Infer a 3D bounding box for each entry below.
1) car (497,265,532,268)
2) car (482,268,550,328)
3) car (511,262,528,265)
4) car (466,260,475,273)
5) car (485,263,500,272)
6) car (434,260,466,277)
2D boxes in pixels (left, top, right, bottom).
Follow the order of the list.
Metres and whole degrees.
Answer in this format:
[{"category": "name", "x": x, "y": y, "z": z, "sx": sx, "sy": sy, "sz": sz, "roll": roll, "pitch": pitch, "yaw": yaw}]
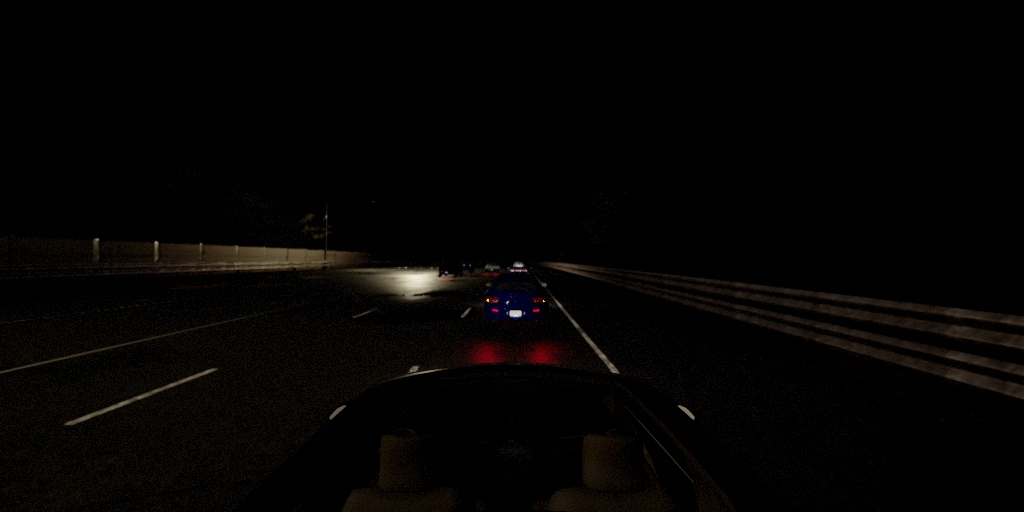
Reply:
[{"category": "car", "x": 0.327, "y": 1.372, "z": 21.182, "sx": 1.895, "sy": 1.301, "sz": 4.718, "roll": 0, "pitch": 0, "yaw": 1}, {"category": "car", "x": 0.132, "y": 1.268, "z": 11.188, "sx": 1.812, "sy": 1.442, "sz": 4.674, "roll": 0, "pitch": 0, "yaw": 1}, {"category": "car", "x": 0.599, "y": 1.314, "z": 29.542, "sx": 2.128, "sy": 1.511, "sz": 4.902, "roll": 0, "pitch": 0, "yaw": 1}, {"category": "car", "x": -6.152, "y": 1.280, "z": 47.920, "sx": 2.097, "sy": 1.767, "sz": 4.553, "roll": 0, "pitch": -1, "yaw": 0}, {"category": "car", "x": -2.633, "y": 1.566, "z": 49.348, "sx": 1.895, "sy": 1.301, "sz": 4.718, "roll": 0, "pitch": -1, "yaw": 0}, {"category": "car", "x": -6.276, "y": 1.346, "z": 36.950, "sx": 1.837, "sy": 1.490, "sz": 4.892, "roll": 0, "pitch": 0, "yaw": 1}]
